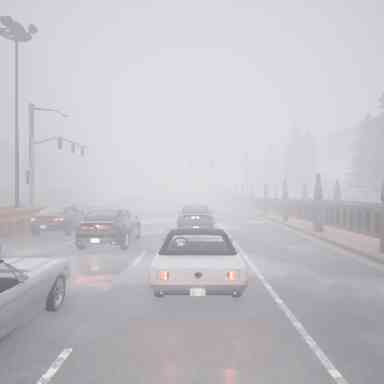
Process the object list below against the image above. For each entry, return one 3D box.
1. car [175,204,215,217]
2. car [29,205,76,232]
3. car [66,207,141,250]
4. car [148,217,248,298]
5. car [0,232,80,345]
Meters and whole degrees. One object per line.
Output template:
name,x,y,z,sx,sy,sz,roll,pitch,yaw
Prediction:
car,0.186,1.384,17.631,1.837,1.490,4.892,0,0,0
car,-6.843,1.405,17.537,1.812,1.442,4.674,0,0,-1
car,-3.338,1.411,13.908,1.837,1.490,4.892,0,0,0
car,0.131,1.549,8.371,1.895,1.301,4.718,0,0,0
car,-3.385,1.576,4.682,1.895,1.301,4.718,0,0,0
